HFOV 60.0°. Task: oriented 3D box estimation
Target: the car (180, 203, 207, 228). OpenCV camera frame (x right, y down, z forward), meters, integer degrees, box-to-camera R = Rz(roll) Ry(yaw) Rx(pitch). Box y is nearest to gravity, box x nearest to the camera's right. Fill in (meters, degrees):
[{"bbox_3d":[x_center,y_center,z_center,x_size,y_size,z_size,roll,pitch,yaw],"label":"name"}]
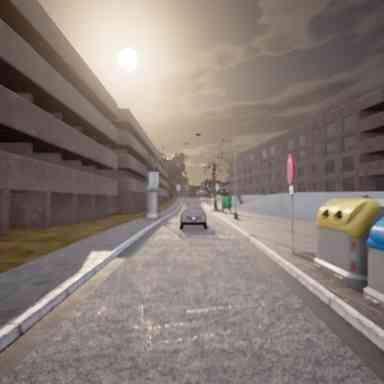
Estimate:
[{"bbox_3d":[0.106,1.732,23.344,2.033,1.411,5.357,0,-1,0],"label":"car"}]
